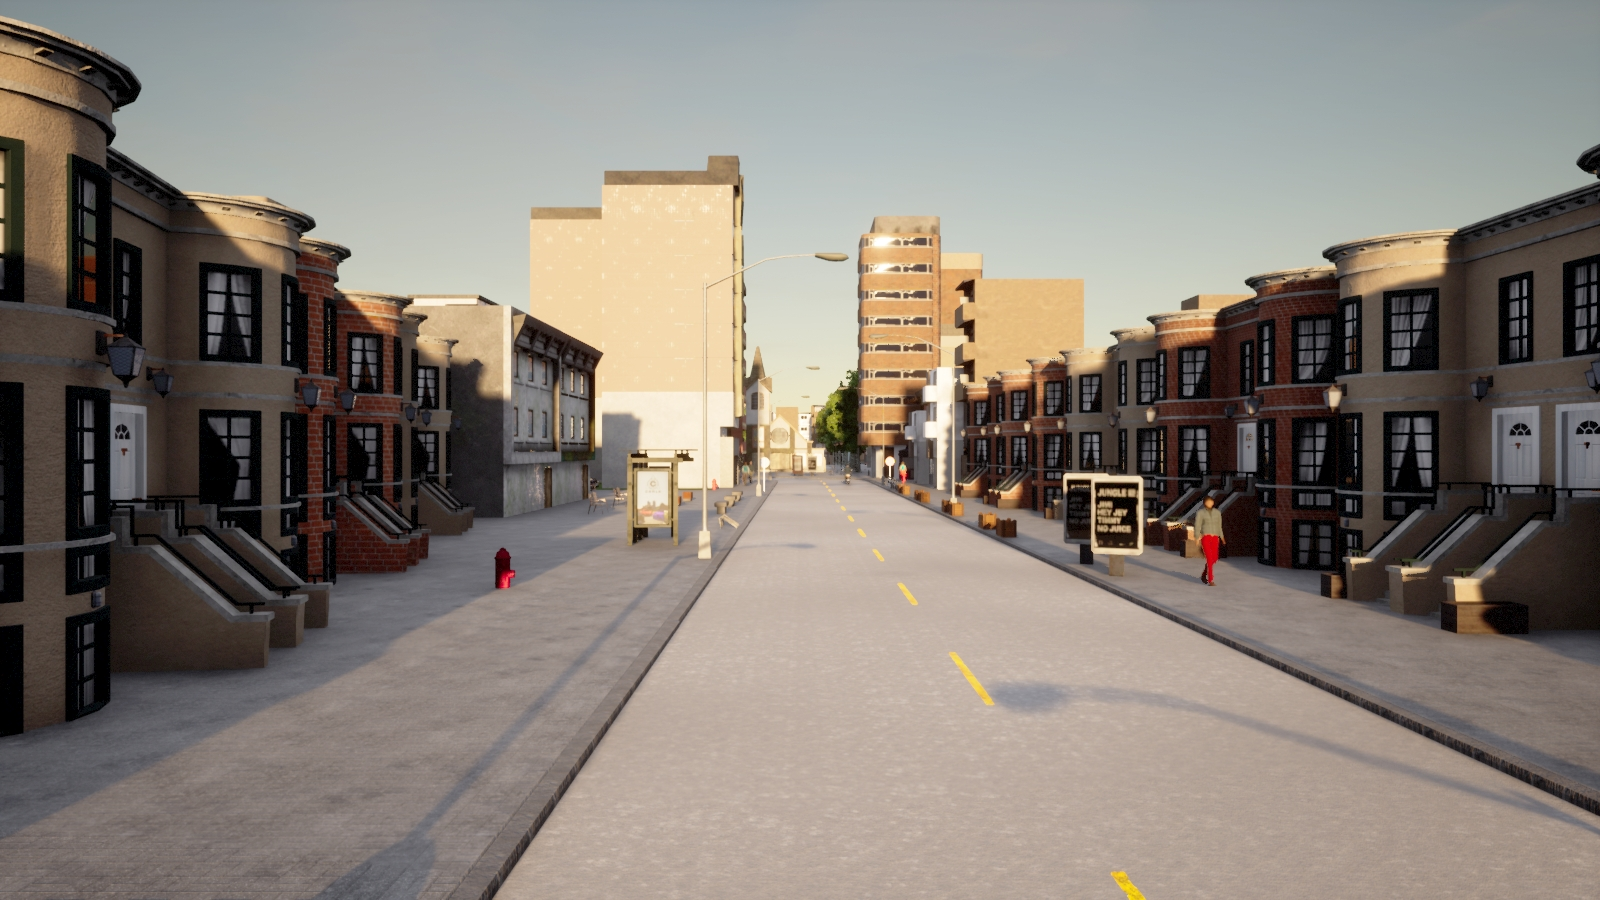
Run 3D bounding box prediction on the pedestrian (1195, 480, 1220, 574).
[{"bbox_3d":[8.139,1.535,22.816,0.375,1.860,0.375,0,0,1],"label":"pedestrian"}]
